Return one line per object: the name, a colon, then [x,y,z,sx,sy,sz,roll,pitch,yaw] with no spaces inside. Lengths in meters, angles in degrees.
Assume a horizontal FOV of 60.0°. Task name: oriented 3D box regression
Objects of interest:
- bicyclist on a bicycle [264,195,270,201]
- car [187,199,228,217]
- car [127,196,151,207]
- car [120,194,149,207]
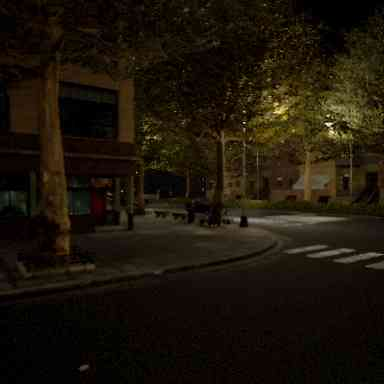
bicyclist on a bicycle: [9.020,1.217,40.445,1.656,1.620,0.582,0,0,-34]
car: [1.385,1.434,31.284,2.128,1.511,4.902,0,0,-34]
car: [-8.333,1.424,51.832,1.837,1.490,4.892,0,0,-34]
car: [-8.378,1.248,45.704,2.150,2.045,5.566,0,0,-34]
